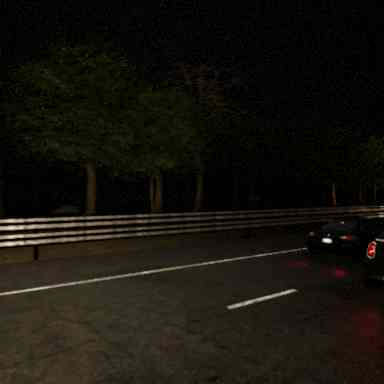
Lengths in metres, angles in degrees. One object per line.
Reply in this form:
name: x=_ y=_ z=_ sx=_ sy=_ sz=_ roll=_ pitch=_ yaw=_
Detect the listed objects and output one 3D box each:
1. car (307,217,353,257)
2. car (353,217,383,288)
car: x=6.243 y=1.643 z=12.515 sx=4.181 sy=1.385 sz=1.994 roll=0 pitch=0 yaw=-36
car: x=6.276 y=1.415 z=8.238 sx=4.553 sy=1.767 sz=2.097 roll=0 pitch=0 yaw=-36
